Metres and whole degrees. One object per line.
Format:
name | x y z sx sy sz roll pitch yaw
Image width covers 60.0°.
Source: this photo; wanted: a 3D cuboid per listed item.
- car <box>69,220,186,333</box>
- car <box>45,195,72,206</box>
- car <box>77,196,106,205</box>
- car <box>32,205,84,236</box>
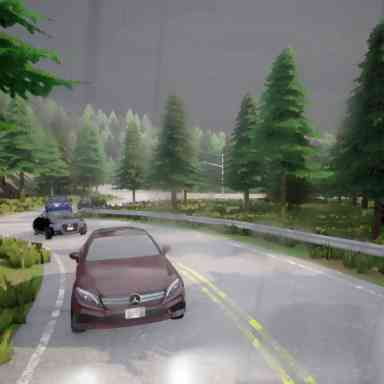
car | -1.528 1.522 7.103 1.812 1.442 4.674 -2 0 -17
car | -12.893 1.322 32.233 2.150 2.045 5.566 -1 0 -18
car | -12.759 1.284 42.826 2.097 1.767 4.553 2 2 13
car | -7.272 1.664 18.117 1.994 1.385 4.181 -4 2 -38
